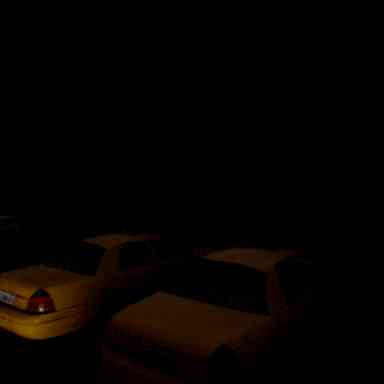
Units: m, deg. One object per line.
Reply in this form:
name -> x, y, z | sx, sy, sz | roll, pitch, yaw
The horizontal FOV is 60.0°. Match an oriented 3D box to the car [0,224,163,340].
car -> -1.152, 1.476, 6.810 | 1.946, 1.575, 5.366 | 0, 0, 36

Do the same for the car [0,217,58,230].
car -> -3.516, 1.494, 8.304 | 2.163, 1.488, 4.792 | 1, 0, 36

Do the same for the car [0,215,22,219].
car -> -5.902, 1.479, 9.974 | 2.002, 1.452, 4.674 | 1, 0, 35

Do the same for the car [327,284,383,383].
car -> 3.161, 1.509, 3.470 | 2.163, 1.488, 4.792 | 0, 0, 36

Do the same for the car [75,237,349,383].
car -> 1.124, 1.482, 5.187 | 1.946, 1.575, 5.366 | 0, 0, 36
